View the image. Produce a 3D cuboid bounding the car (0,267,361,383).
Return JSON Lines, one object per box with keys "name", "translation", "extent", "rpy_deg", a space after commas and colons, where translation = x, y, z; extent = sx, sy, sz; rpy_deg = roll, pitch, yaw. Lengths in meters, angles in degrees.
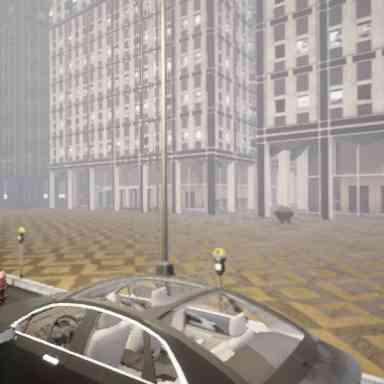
{"name": "car", "translation": [-0.682, 1.563, 3.361], "extent": [4.403, 1.369, 2.008], "rpy_deg": [0, 0, 35]}
